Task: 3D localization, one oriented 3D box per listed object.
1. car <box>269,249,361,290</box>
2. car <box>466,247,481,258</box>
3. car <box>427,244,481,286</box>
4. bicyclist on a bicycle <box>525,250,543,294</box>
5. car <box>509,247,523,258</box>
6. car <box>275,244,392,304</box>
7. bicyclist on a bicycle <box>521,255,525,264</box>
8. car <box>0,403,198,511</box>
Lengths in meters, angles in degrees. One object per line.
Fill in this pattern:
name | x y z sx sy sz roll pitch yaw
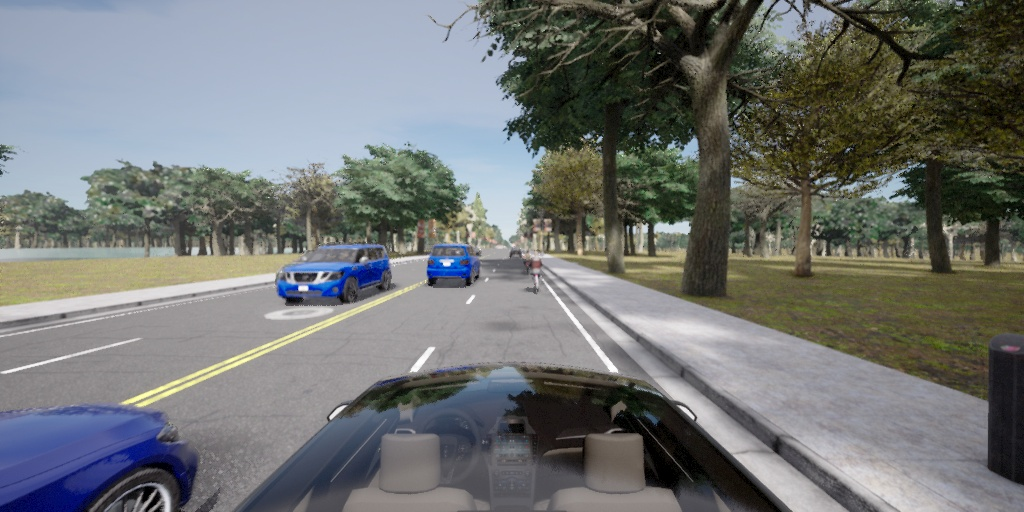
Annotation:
car | -9.703 0.551 18.161 2.097 1.767 4.553 0 2 1
car | -6.065 -0.599 57.435 1.837 1.490 4.892 0 2 1
car | -2.998 0.387 19.279 2.150 2.045 5.566 0 2 1
bicyclist on a bicycle | 1.013 0.673 15.212 0.659 1.776 1.843 0 2 0
car | 0.574 -0.526 55.363 1.837 1.490 4.892 0 2 1
car | -6.492 0.562 13.947 2.150 2.045 5.566 0 2 1
bicyclist on a bicycle | 1.082 0.418 24.854 0.866 1.612 1.509 0 2 1
car | -3.162 1.312 0.556 1.812 1.442 4.674 0 2 0
